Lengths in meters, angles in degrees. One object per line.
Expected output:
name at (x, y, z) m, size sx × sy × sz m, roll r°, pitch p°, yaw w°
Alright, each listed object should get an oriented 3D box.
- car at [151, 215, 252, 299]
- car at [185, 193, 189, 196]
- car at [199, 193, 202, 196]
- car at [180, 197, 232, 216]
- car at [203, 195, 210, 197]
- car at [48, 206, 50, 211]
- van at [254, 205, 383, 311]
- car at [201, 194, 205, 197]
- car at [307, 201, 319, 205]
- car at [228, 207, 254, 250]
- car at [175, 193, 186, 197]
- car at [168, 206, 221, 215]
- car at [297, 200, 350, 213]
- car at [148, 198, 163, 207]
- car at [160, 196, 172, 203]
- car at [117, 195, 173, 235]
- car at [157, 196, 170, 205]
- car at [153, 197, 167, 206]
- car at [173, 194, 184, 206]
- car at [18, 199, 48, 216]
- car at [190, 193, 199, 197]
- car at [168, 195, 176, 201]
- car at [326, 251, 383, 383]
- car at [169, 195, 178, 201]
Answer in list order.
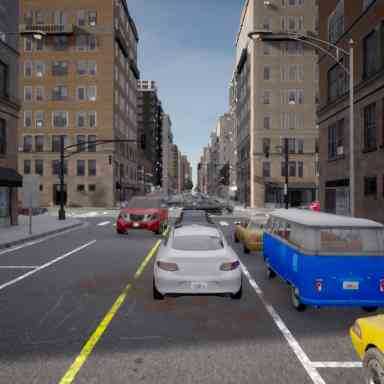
car at (0.084, 1.527, 8.317) m, size 1.812 × 1.442 × 4.674 m, roll 0°, pitch 0°, yaw -1°
car at (-2.338, 1.359, 72.034) m, size 2.097 × 1.767 × 4.553 m, roll 0°, pitch 0°, yaw 1°
car at (3.579, 1.549, 89.517) m, size 2.008 × 1.369 × 4.403 m, roll 1°, pitch 0°, yaw 1°
car at (1.595, 1.511, 32.207) m, size 4.892 × 1.490 × 1.837 m, roll 0°, pitch 0°, yaw 0°
car at (3.044, 1.571, 50.806) m, size 1.947 × 1.339 × 4.313 m, roll 1°, pitch 0°, yaw 1°
car at (-16.294, 1.403, 32.362) m, size 4.674 × 1.442 × 1.812 m, roll 0°, pitch -1°, yaw 0°
van at (2.685, 1.342, 7.469) m, size 1.690 × 1.788 × 3.998 m, roll 1°, pitch 0°, yaw 0°
car at (3.196, 1.555, 61.866) m, size 2.008 × 1.369 × 4.403 m, roll 1°, pitch 0°, yaw 1°
car at (15.592, 1.356, 35.566) m, size 5.566 × 2.045 × 2.150 m, roll 0°, pitch -1°, yaw 0°
car at (2.689, 1.527, 13.313) m, size 1.752 × 1.417 × 4.829 m, roll 1°, pitch 0°, yaw 0°
car at (-2.543, 1.482, 61.907) m, size 1.882 × 1.535 × 5.008 m, roll 0°, pitch 0°, yaw 1°
car at (0.108, 1.566, 15.653) m, size 1.994 × 1.385 × 4.181 m, roll 0°, pitch 0°, yaw 0°
car at (15.241, 1.712, 38.814) m, size 5.357 × 1.411 × 2.033 m, roll 0°, pitch -1°, yaw 0°
car at (-5.482, 1.588, 50.920) m, size 1.802 × 1.307 × 4.206 m, roll 1°, pitch 0°, yaw 1°
car at (-5.251, 1.549, 67.506) m, size 1.887 × 1.381 × 4.507 m, roll 1°, pitch 0°, yaw 1°
car at (-2.591, 1.225, 18.952) m, size 2.150 × 2.045 × 5.566 m, roll 0°, pitch 0°, yaw 2°
car at (-5.328, 1.556, 61.977) m, size 2.008 × 1.369 × 4.403 m, roll 1°, pitch 0°, yaw 1°
car at (-5.405, 1.571, 56.449) m, size 1.947 × 1.339 × 4.313 m, roll 1°, pitch 0°, yaw 1°
car at (-2.702, 1.483, 52.247) m, size 1.882 × 1.535 × 5.008 m, roll 0°, pitch 0°, yaw 1°
car at (-15.522, 1.376, 29.053) m, size 4.674 × 1.442 × 1.812 m, roll 0°, pitch -1°, yaw 2°
car at (0.935, 1.523, 91.853) m, size 1.812 × 1.442 × 4.674 m, roll 0°, pitch 0°, yaw 1°
car at (-5.024, 1.527, 83.923) m, size 1.752 × 1.417 × 4.829 m, roll 1°, pitch 0°, yaw 1°
car at (2.678, 1.526, 1.966) m, size 1.752 × 1.417 × 4.829 m, roll 1°, pitch 0°, yaw 0°
car at (-4.946, 1.566, 89.621) m, size 1.947 × 1.339 × 4.313 m, roll 1°, pitch 0°, yaw 1°
